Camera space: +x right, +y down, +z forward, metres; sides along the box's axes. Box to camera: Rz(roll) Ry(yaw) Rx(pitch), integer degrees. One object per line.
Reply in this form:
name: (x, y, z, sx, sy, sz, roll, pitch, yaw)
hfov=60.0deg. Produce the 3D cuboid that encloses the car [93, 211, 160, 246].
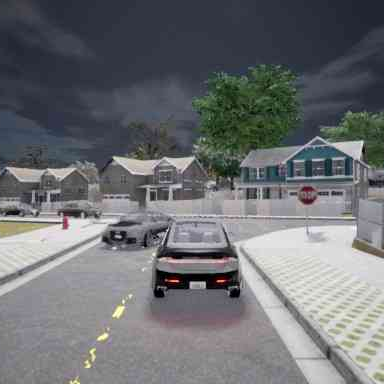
car: (-2.192, 1.573, 14.906, 1.994, 1.385, 4.181, 0, 0, 21)

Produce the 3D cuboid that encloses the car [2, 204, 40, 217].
car: (-18.617, 1.999, 36.113, 4.902, 1.511, 2.128, -2, -2, 30)

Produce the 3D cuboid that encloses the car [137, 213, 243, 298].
car: (0.103, 1.495, 8.509, 2.128, 1.511, 4.902, 0, 0, 0)

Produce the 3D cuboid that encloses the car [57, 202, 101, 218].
car: (-10.540, 1.755, 31.198, 4.892, 1.490, 1.837, -2, -2, 32)
